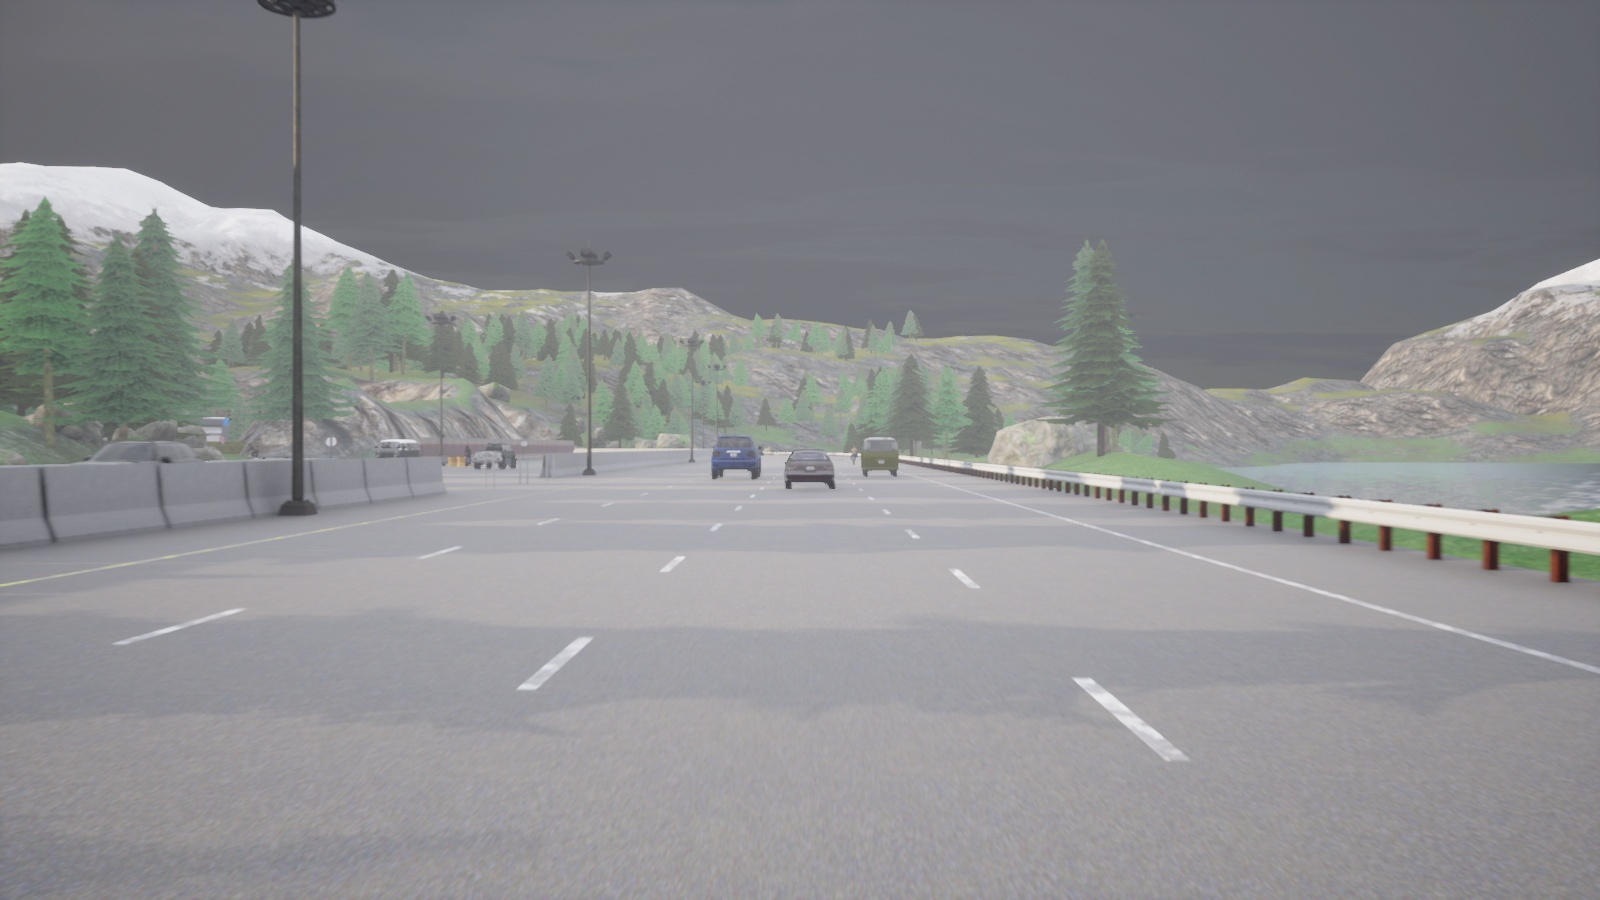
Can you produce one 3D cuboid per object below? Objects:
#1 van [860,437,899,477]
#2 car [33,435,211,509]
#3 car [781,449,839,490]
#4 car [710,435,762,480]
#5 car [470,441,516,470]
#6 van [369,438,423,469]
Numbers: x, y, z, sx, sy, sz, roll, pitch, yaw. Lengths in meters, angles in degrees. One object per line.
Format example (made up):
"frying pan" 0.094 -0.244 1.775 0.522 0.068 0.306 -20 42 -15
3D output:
"van" 4.039 0.350 64.322 1.775 1.987 4.442 0 0 0
"car" -17.236 0.514 32.229 2.097 1.767 4.553 0 0 0
"car" 0.337 0.685 46.361 2.033 1.411 5.357 0 0 0
"car" -3.000 0.321 59.766 2.150 2.045 5.566 0 0 0
"car" -20.297 0.349 83.167 1.932 1.855 4.605 0 0 0
"van" -27.255 0.249 84.814 2.069 2.038 4.480 0 0 2
